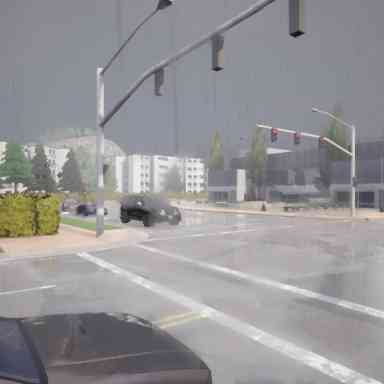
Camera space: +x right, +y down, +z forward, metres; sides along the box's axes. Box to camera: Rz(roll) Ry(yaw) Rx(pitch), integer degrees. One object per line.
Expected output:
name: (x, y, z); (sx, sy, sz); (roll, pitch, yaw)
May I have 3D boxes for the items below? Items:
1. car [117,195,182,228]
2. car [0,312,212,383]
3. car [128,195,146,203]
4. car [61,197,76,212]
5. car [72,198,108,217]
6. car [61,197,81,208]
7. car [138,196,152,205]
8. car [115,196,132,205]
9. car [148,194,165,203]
car: (-2.968, 1.224, 22.516); (2.150, 2.045, 5.566); (0, 0, -37)
car: (-2.361, 1.547, 2.080); (5.357, 1.411, 2.033); (0, 0, -35)
car: (-11.381, 1.477, 68.885); (1.882, 1.535, 5.008); (0, 0, 14)
car: (-14.471, 1.526, 39.671); (1.812, 1.442, 4.674); (0, 0, -24)
car: (-9.462, 1.564, 31.351); (1.994, 1.385, 4.181); (0, 0, -35)
car: (-17.891, 1.491, 49.284); (2.128, 1.511, 4.902); (0, 0, -13)
car: (-8.632, 1.505, 61.169); (1.837, 1.490, 4.892); (0, 0, -1)
car: (-12.062, 1.491, 58.853); (2.128, 1.511, 4.902); (0, 0, -4)
car: (-7.538, 1.354, 70.934); (2.097, 1.767, 4.553); (0, 0, 17)
